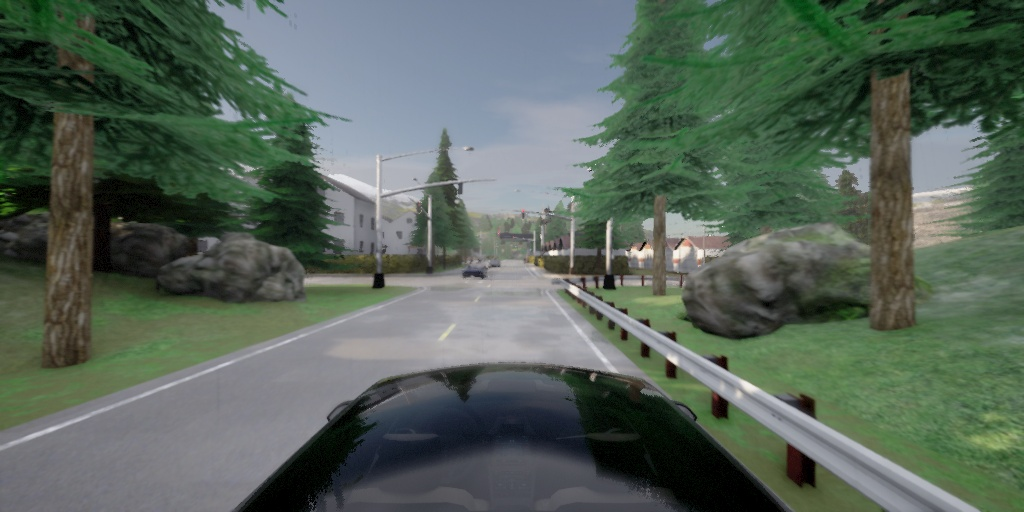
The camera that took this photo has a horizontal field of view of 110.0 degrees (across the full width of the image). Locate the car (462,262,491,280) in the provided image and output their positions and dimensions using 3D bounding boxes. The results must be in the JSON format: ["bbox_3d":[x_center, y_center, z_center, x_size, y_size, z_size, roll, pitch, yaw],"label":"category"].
[{"bbox_3d":[-3.180,1.371,31.301,1.895,1.301,4.718,0,0,1],"label":"car"}]

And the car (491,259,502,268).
[{"bbox_3d":[-2.836,1.309,60.436,1.837,1.490,4.892,0,2,1],"label":"car"}]
